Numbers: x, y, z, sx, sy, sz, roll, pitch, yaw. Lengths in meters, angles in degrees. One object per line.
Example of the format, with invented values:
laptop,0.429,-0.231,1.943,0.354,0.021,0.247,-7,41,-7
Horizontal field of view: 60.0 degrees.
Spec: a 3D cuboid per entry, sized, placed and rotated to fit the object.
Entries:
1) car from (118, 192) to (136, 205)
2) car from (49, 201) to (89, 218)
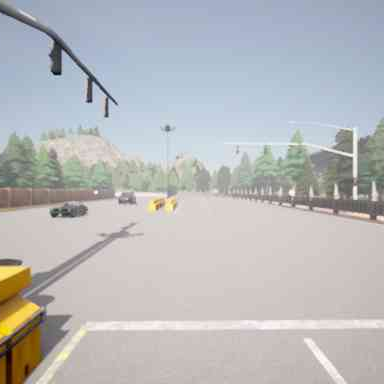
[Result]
car,-10.558,0.996,54.402,2.150,2.045,5.566,0,0,0
car,-10.531,1.501,28.747,1.895,1.301,4.718,0,0,0
